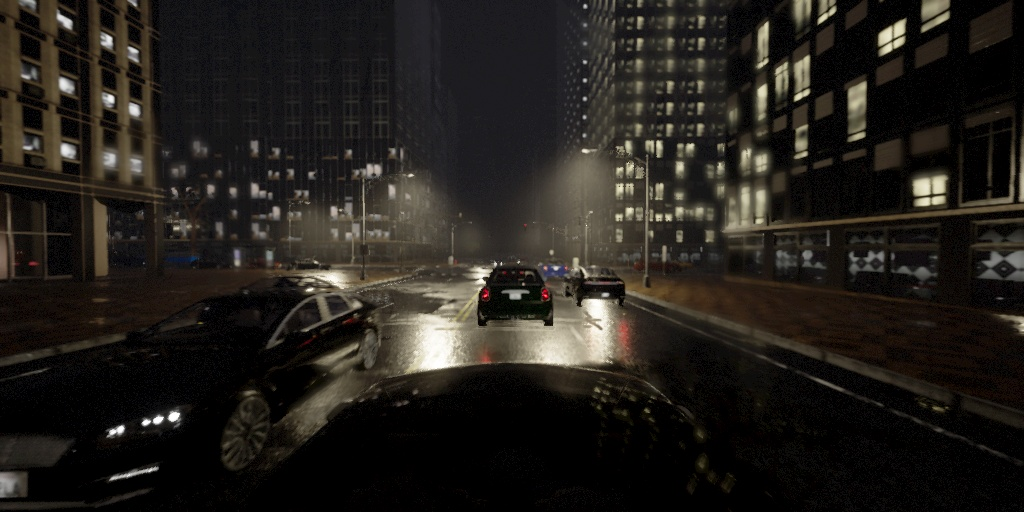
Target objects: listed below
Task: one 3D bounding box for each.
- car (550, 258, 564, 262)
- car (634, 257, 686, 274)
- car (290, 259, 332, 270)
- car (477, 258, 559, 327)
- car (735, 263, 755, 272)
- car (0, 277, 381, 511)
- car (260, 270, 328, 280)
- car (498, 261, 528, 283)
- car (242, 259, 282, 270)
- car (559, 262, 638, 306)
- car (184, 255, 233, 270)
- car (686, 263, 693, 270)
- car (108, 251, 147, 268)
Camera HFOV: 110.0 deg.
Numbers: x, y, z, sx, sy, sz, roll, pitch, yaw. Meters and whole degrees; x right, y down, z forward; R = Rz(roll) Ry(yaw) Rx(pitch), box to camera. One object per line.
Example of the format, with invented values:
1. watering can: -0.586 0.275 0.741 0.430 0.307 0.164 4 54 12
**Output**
1. car: 3.333 0.967 29.249 2.097 1.767 4.553 0 0 0
2. car: 16.169 1.091 40.090 5.009 1.841 2.192 0 0 1
3. car: -22.756 1.001 40.590 4.313 1.339 1.948 0 0 1
4. car: 0.091 1.056 11.494 2.097 1.767 4.553 0 0 0
5. car: 27.618 1.400 39.901 4.829 1.417 1.751 0 0 1
6. car: -3.350 1.229 4.797 2.128 1.511 4.902 0 0 0
7. car: -6.603 1.275 10.388 1.994 1.385 4.181 0 0 0
8. car: 0.080 1.170 27.579 2.033 1.411 5.357 0 0 0
9. car: -28.440 0.966 40.719 4.207 1.307 1.802 0 0 1
10. car: 3.342 1.176 15.268 2.128 1.511 4.902 0 0 0
11. car: -34.121 0.897 40.889 4.313 1.339 1.948 0 0 1
12. car: 21.774 1.179 48.378 4.829 1.417 1.751 0 0 1
13. car: -46.460 0.386 43.810 5.566 2.045 2.150 1 1 2
